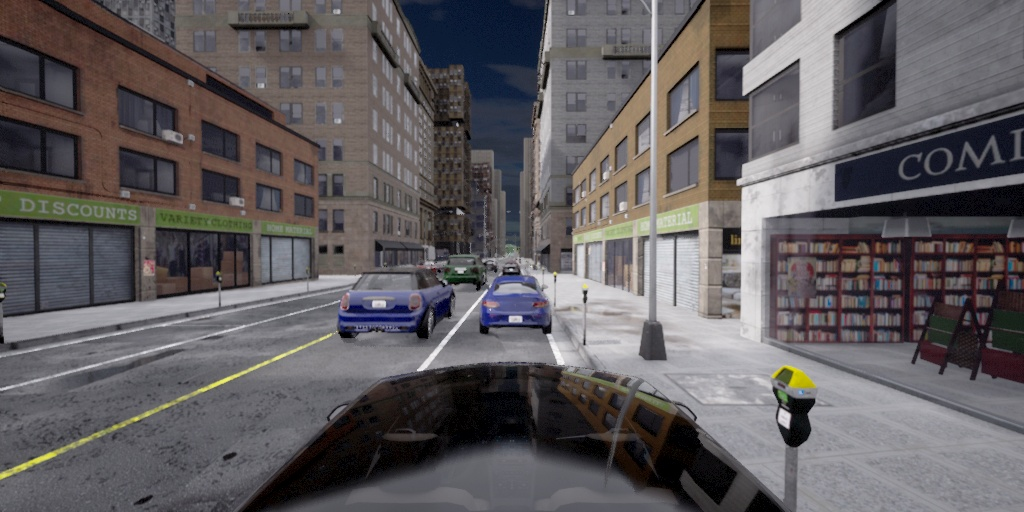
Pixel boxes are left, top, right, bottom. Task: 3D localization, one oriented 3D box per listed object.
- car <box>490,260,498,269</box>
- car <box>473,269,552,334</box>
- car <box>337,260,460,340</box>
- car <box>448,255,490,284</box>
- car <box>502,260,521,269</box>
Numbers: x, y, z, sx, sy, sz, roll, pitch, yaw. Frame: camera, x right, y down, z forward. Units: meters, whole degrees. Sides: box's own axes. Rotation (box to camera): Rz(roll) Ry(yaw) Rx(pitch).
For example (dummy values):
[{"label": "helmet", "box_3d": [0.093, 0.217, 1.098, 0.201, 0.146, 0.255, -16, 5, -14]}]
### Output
[{"label": "car", "box_3d": [-2.720, 1.264, 44.332, 1.812, 1.442, 4.674, 0, 0, 0]}, {"label": "car", "box_3d": [0.105, 1.271, 10.476, 1.812, 1.442, 4.674, 0, 0, 1]}, {"label": "car", "box_3d": [-2.948, 1.096, 10.125, 2.097, 1.767, 4.553, 0, 0, 0]}, {"label": "car", "box_3d": [-2.823, 0.963, 22.583, 2.150, 2.045, 5.566, 0, 0, 1]}, {"label": "car", "box_3d": [-0.039, 1.306, 34.912, 1.948, 1.339, 4.313, 0, 0, 1]}]
